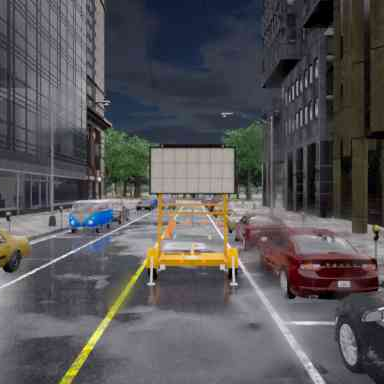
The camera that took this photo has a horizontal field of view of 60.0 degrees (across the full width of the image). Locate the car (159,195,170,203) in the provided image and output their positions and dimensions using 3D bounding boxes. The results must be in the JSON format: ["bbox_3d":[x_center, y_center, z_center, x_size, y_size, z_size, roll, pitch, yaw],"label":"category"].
[{"bbox_3d":[-5.655,1.462,68.114,1.967,1.590,4.097,0,0,0],"label":"car"}]

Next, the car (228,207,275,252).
[{"bbox_3d":[2.784,1.545,13.725,1.887,1.381,4.507,0,0,0],"label":"car"}]

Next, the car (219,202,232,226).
[{"bbox_3d":[2.793,1.527,19.332,1.752,1.417,4.829,0,0,0],"label":"car"}]

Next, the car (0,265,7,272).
[{"bbox_3d":[-3.098,1.547,1.010,2.033,1.411,5.357,0,0,0],"label":"car"}]

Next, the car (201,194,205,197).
[{"bbox_3d":[2.853,1.455,57.225,1.967,1.590,4.097,0,0,0],"label":"car"}]

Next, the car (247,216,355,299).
[{"bbox_3d":[2.776,1.545,8.287,1.887,1.381,4.507,0,0,0],"label":"car"}]

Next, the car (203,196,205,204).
[{"bbox_3d":[2.836,1.534,46.520,1.752,1.417,4.829,0,0,0],"label":"car"}]

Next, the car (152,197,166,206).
[{"bbox_3d":[-5.672,1.580,57.239,1.947,1.339,4.313,0,0,0],"label":"car"}]

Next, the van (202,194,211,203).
[{"bbox_3d":[2.870,1.363,68.100,1.690,1.788,3.998,0,0,0],"label":"van"}]

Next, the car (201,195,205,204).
[{"bbox_3d":[2.844,1.556,51.788,1.887,1.381,4.507,0,0,0],"label":"car"}]

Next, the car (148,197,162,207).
[{"bbox_3d":[-5.681,1.537,51.632,1.752,1.417,4.829,0,0,0],"label":"car"}]

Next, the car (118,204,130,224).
[{"bbox_3d":[-5.724,1.553,24.614,2.008,1.369,4.403,0,0,0],"label":"car"}]

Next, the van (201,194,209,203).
[{"bbox_3d":[2.879,1.367,73.538,1.690,1.788,3.998,0,0,0],"label":"van"}]

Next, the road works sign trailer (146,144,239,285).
[{"bbox_3d":[0.015,0.465,9.434,2.380,3.560,2.880,0,0,0],"label":"road works sign trailer"}]

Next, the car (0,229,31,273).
[{"bbox_3d":[-5.750,1.525,8.131,1.752,1.417,4.829,0,0,0],"label":"car"}]

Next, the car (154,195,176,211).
[{"bbox_3d":[-2.936,1.497,40.166,2.128,1.511,4.902,0,0,0],"label":"car"}]

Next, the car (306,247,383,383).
[{"bbox_3d":[2.767,1.551,2.849,2.008,1.369,4.403,0,0,0],"label":"car"}]

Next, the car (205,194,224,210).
[{"bbox_3d":[2.818,1.320,35.475,2.192,1.841,5.009,0,0,0],"label":"car"}]

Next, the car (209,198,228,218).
[{"bbox_3d":[2.810,1.529,30.207,1.752,1.417,4.829,0,0,0],"label":"car"}]

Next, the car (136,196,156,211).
[{"bbox_3d":[-5.698,1.572,40.926,1.947,1.339,4.313,0,0,0],"label":"car"}]

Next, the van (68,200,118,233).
[{"bbox_3d":[-5.733,1.342,19.176,1.690,1.788,3.998,0,0,0],"label":"van"}]

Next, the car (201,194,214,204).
[{"bbox_3d":[2.861,1.333,62.663,2.192,1.841,5.009,0,0,0],"label":"car"}]

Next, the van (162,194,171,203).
[{"bbox_3d":[-5.647,1.367,73.552,1.690,1.788,3.998,0,0,0],"label":"van"}]
